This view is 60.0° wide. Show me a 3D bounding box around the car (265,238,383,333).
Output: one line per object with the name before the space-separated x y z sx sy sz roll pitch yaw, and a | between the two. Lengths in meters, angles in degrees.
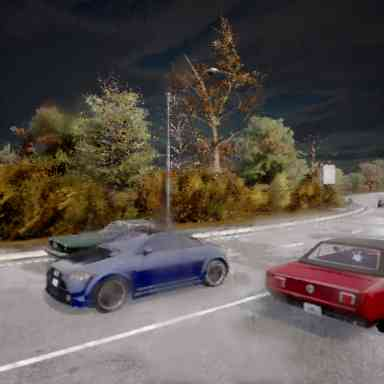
car | 3.694 1.613 6.800 4.718 1.301 1.895 0 0 -39

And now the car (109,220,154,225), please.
car | -2.306 1.635 11.193 4.718 1.301 1.895 0 0 -39

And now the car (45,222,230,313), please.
car | -1.109 1.588 7.763 4.181 1.385 1.994 0 0 -38

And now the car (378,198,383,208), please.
car | 28.308 1.606 48.482 1.994 1.385 4.181 0 0 27
